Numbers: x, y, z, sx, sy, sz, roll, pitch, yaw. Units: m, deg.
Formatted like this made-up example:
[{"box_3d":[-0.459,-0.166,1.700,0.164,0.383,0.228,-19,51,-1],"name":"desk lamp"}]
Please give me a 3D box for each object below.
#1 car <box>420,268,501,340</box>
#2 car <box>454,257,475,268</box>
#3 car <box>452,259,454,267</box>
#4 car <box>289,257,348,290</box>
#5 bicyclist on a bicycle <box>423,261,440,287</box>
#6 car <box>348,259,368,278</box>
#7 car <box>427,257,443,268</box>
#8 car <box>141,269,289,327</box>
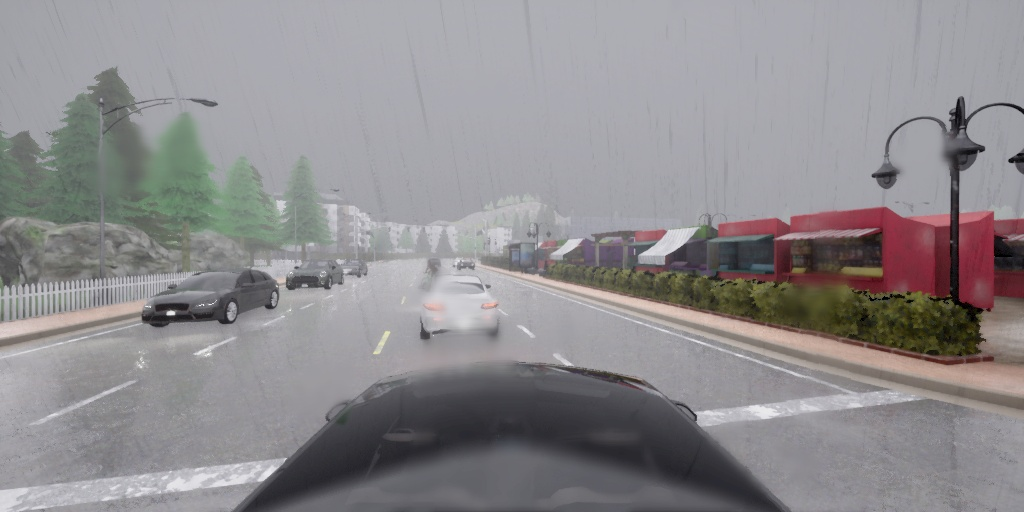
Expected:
[{"box_3d":[-1.487,1.225,9.761,1.812,1.442,4.674,0,0,-12],"name":"car"},{"box_3d":[-5.677,1.047,43.744,1.895,1.301,4.718,0,0,-13],"name":"car"},{"box_3d":[-7.706,0.905,52.624,1.812,1.442,4.674,0,0,-13],"name":"car"},{"box_3d":[-11.417,0.965,21.062,2.097,1.767,4.553,0,0,-13],"name":"car"},{"box_3d":[-4.333,1.078,19.607,0.582,1.620,1.656,0,1,25],"name":"bicyclist on a bicycle"},{"box_3d":[-13.627,1.033,30.681,2.128,1.511,4.902,0,0,-13],"name":"car"},{"box_3d":[-10.919,0.897,50.798,1.837,1.490,4.892,0,0,-13],"name":"car"},{"box_3d":[-9.201,1.190,11.465,1.837,1.490,4.892,0,0,-13],"name":"car"}]
